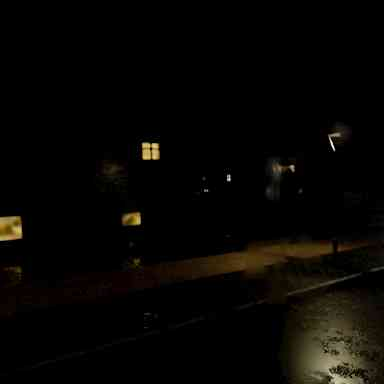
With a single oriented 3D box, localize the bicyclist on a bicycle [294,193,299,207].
[{"bbox_3d":[12.278,0.954,38.985,0.582,1.620,1.656,0,3,38],"label":"bicyclist on a bicycle"}]
